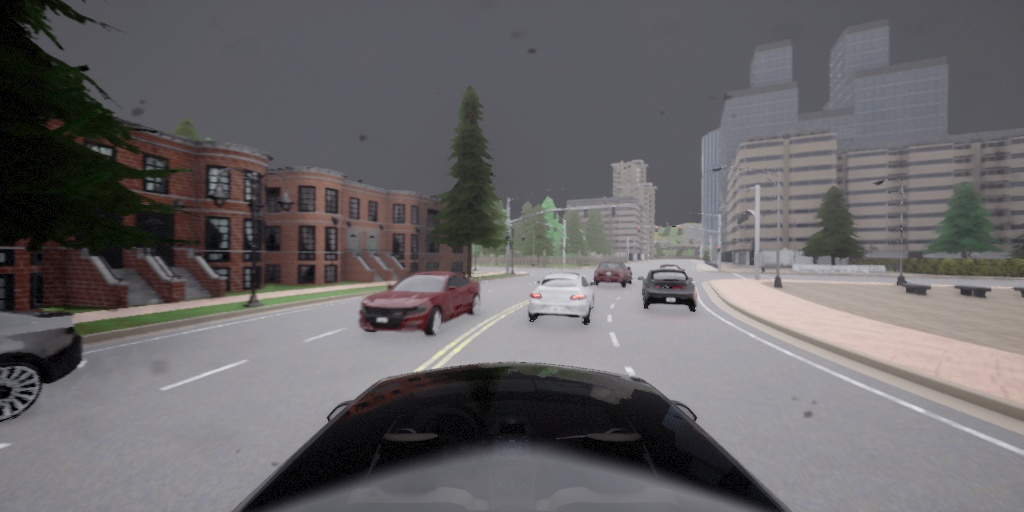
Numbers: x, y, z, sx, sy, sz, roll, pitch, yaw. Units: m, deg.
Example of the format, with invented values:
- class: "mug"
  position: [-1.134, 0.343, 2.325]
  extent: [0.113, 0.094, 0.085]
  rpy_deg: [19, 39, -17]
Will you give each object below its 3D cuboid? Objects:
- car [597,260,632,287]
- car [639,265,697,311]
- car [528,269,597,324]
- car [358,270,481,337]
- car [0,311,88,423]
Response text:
- class: "car"
  position: [7.136, 1.134, 25.146]
  extent: [2.097, 1.767, 4.553]
  rpy_deg: [1, 0, 25]
- class: "car"
  position: [6.388, 1.294, 14.875]
  extent: [1.837, 1.490, 4.892]
  rpy_deg: [0, 0, 19]
- class: "car"
  position: [1.750, 1.278, 11.986]
  extent: [1.812, 1.442, 4.674]
  rpy_deg: [0, 0, 14]
- class: "car"
  position: [-2.391, 1.195, 10.548]
  extent: [1.882, 1.535, 5.008]
  rpy_deg: [0, 0, 13]
- class: "car"
  position: [-6.845, 1.181, 2.802]
  extent: [2.128, 1.511, 4.902]
  rpy_deg: [0, 0, 3]
